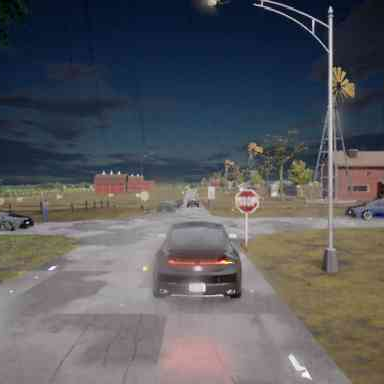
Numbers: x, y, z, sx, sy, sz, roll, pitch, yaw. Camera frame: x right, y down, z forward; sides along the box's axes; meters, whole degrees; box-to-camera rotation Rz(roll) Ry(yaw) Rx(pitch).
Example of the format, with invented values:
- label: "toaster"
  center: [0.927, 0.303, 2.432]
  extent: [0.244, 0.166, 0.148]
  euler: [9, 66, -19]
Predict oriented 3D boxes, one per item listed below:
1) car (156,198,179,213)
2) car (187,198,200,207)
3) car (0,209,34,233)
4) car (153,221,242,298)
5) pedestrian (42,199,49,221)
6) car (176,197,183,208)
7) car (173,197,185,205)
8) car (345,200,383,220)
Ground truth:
- label: "car"
  center: [-2.830, 1.661, 37.159]
  extent: [1.895, 1.301, 4.718]
  euler: [0, 0, 1]
- label: "car"
  center: [0.169, 1.699, 54.433]
  extent: [1.812, 1.442, 4.674]
  euler: [0, -1, 0]
- label: "car"
  center: [-12.479, 1.819, 21.340]
  extent: [4.181, 1.385, 1.994]
  euler: [-1, 1, 3]
- label: "car"
  center: [0.139, 1.505, 8.506]
  extent: [1.837, 1.490, 4.892]
  euler: [0, 0, 1]
- label: "pedestrian"
  center: [-12.121, 1.461, 27.530]
  extent: [0.375, 1.860, 0.375]
  euler: [0, 2, 0]
- label: "car"
  center: [-2.771, 1.680, 47.117]
  extent: [1.994, 1.385, 4.181]
  euler: [0, 0, 0]
- label: "car"
  center: [-2.669, 1.822, 69.149]
  extent: [2.128, 1.511, 4.902]
  euler: [0, -1, 0]
- label: "car"
  center: [13.532, 1.263, 24.345]
  extent: [4.181, 1.385, 1.994]
  euler: [-1, 1, -2]
